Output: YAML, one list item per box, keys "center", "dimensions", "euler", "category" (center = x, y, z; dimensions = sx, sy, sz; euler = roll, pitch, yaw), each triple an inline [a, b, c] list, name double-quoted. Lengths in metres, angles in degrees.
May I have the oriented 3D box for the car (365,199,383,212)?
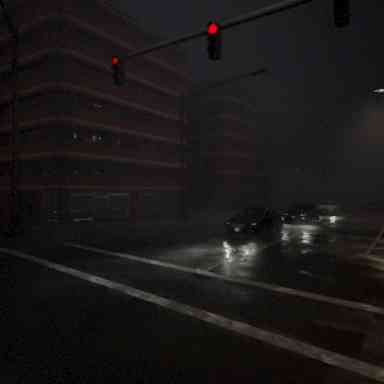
- center: [21.878, 1.613, 39.677]
  dimensions: [1.812, 1.442, 4.674]
  euler: [0, 0, 33]
  category: "car"

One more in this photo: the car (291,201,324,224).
- center: [8.668, 1.590, 26.147]
  dimensions: [1.837, 1.490, 4.892]
  euler: [0, 0, 33]
  category: "car"

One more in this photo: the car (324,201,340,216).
- center: [14.178, 1.623, 34.610]
  dimensions: [1.812, 1.442, 4.674]
  euler: [0, 0, 33]
  category: "car"

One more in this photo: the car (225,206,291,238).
- center: [3.509, 1.565, 18.213]
  dimensions: [2.128, 1.511, 4.902]
  euler: [0, 0, 33]
  category: "car"
